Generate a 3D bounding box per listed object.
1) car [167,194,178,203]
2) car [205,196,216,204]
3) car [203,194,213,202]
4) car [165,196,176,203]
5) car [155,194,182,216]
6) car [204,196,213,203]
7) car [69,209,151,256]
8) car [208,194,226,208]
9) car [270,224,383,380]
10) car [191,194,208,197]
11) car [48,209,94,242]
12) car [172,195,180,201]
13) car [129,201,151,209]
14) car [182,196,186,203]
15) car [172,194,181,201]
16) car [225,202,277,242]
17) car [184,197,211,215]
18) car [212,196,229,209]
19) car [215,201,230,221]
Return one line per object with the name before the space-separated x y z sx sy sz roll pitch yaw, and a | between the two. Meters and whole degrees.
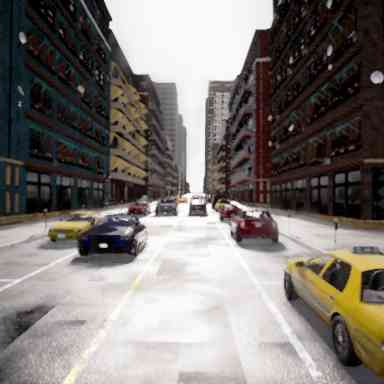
car | -4.478 1.445 77.508 2.192 1.841 5.009 1 0 1
car | 3.726 1.588 66.350 1.967 1.590 4.097 1 0 1
car | 3.988 1.490 82.970 2.192 1.841 5.009 1 0 1
car | -4.571 1.672 71.968 2.008 1.369 4.403 1 0 1
car | -2.489 1.417 33.763 2.097 1.767 4.553 0 0 1
car | 3.897 1.711 77.431 1.887 1.381 4.507 1 0 1
car | -2.910 1.583 13.005 1.994 1.385 4.181 0 0 1
car | 3.818 1.342 46.545 2.150 2.045 5.566 0 0 1
car | 2.775 1.552 5.580 1.752 1.417 4.829 1 0 1
car | 0.782 1.326 46.809 2.150 2.045 5.566 0 0 1
car | -5.437 1.541 16.399 1.752 1.417 4.829 1 0 1
car | -4.314 1.672 88.418 1.752 1.417 4.829 1 0 1
car | -5.175 1.596 33.188 1.887 1.381 4.507 1 0 1
car | -1.943 1.600 68.810 1.882 1.535 5.008 0 0 1
car | -4.219 1.471 94.128 2.192 1.841 5.009 1 0 1
car | 2.948 1.492 16.490 1.967 1.590 4.097 1 0 1
car | 0.612 1.571 35.132 2.128 1.511 4.902 0 0 1
car | 3.754 1.559 39.703 1.801 1.575 5.366 0 0 1
car | 3.118 1.658 27.570 1.802 1.307 4.206 1 0 1
